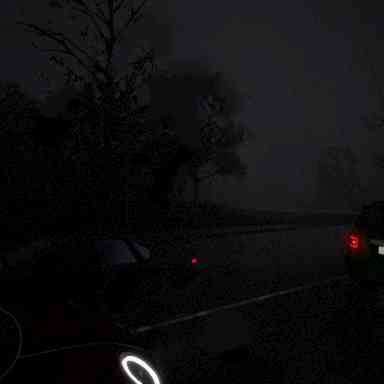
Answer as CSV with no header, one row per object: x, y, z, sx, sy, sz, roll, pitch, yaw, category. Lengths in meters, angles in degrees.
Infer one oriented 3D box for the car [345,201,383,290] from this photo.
5.918,1.221,7.882,5.566,2.045,2.150,0,0,-35,car

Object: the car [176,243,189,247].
-2.333,1.547,6.613,5.357,1.411,2.033,0,0,-35,car

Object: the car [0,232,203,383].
-2.354,1.352,2.029,4.553,1.767,2.097,0,0,-36,car
